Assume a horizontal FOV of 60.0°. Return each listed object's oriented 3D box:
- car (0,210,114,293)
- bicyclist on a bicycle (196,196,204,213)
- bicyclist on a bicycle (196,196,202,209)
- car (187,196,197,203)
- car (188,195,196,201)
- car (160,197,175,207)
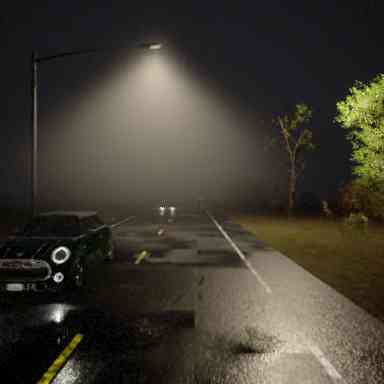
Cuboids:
[{"bbox_3d":[-3.600,1.347,9.011,2.097,1.767,4.553,0,0,0],"label":"car"},{"bbox_3d":[0.960,1.344,35.126,0.659,1.776,1.843,0,0,0],"label":"bicyclist on a bicycle"},{"bbox_3d":[0.951,1.400,45.223,0.866,1.612,1.509,0,0,0],"label":"bicyclist on a bicycle"},{"bbox_3d":[-0.004,1.494,70.030,1.994,1.385,4.181,0,0,0],"label":"car"},{"bbox_3d":[-0.005,1.501,80.246,1.895,1.301,4.718,0,0,0],"label":"car"},{"bbox_3d":[-3.578,1.486,49.534,1.812,1.442,4.674,0,0,0],"label":"car"}]
